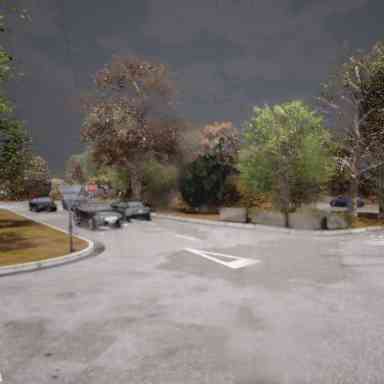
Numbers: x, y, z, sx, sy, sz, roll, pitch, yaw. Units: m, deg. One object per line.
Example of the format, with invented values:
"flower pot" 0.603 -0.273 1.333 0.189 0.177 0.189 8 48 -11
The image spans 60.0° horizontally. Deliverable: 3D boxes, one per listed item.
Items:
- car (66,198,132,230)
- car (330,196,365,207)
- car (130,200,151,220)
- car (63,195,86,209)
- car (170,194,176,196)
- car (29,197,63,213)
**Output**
"car" -5.926 1.397 20.771 2.128 1.511 4.902 -3 2 -35
"car" 22.310 1.307 48.091 2.097 1.767 4.553 -3 3 -36
"car" -4.751 1.312 24.672 1.994 1.385 4.181 -3 2 -37
"car" -12.291 1.091 34.951 1.837 1.490 4.892 -3 3 -36
"car" -1.910 1.022 58.361 4.892 1.490 1.837 1 0 -29
"car" -15.112 1.244 33.600 2.033 1.411 5.357 -3 2 -36
